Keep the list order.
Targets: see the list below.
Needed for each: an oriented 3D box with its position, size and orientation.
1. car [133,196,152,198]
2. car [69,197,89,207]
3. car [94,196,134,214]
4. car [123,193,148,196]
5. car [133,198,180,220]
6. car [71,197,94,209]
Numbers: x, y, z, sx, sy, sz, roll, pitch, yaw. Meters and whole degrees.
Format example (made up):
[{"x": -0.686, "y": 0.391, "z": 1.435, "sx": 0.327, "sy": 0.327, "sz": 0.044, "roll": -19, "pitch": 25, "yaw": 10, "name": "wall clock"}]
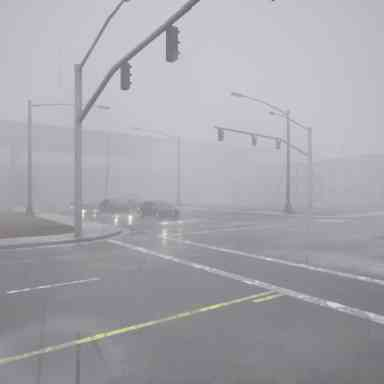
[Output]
[{"x": -7.148, "y": 1.526, "z": 40.390, "sx": 1.812, "sy": 1.442, "sz": 4.674, "roll": 0, "pitch": 0, "yaw": -36, "name": "car"}, {"x": -18.322, "y": 1.547, "z": 54.154, "sx": 2.033, "sy": 1.411, "sz": 5.357, "roll": 0, "pitch": 0, "yaw": -8, "name": "car"}, {"x": -8.481, "y": 1.478, "z": 35.987, "sx": 1.882, "sy": 1.535, "sz": 5.008, "roll": 0, "pitch": 0, "yaw": -36, "name": "car"}, {"x": -12.206, "y": 1.223, "z": 69.422, "sx": 2.150, "sy": 2.045, "sz": 5.566, "roll": 0, "pitch": 0, "yaw": 30, "name": "car"}, {"x": -2.903, "y": 1.505, "z": 28.414, "sx": 1.837, "sy": 1.490, "sz": 4.892, "roll": 0, "pitch": 0, "yaw": -36, "name": "car"}, {"x": -14.279, "y": 1.526, "z": 44.276, "sx": 1.812, "sy": 1.442, "sz": 4.674, "roll": 0, "pitch": 0, "yaw": -32, "name": "car"}]
